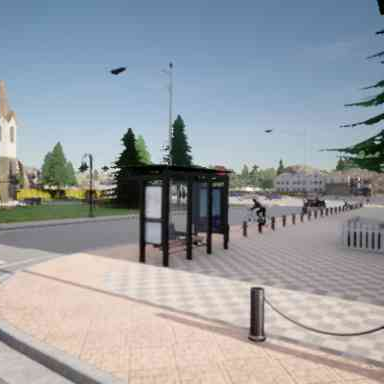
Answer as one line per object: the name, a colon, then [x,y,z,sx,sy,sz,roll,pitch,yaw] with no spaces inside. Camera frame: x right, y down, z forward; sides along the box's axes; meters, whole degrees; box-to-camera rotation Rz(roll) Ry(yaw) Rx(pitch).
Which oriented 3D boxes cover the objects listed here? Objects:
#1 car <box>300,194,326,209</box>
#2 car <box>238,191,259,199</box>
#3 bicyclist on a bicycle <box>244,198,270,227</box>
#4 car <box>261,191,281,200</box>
car: [16.081,1.363,43.555,1.837,1.490,4.892,1,0,35]
car: [14.615,0.994,84.722,3.806,1.475,1.970,1,0,35]
bicyclist on a bicycle: [3.784,1.201,19.420,1.656,1.620,0.582,0,0,35]
car: [18.973,1.062,78.017,3.633,1.501,1.845,1,0,35]
